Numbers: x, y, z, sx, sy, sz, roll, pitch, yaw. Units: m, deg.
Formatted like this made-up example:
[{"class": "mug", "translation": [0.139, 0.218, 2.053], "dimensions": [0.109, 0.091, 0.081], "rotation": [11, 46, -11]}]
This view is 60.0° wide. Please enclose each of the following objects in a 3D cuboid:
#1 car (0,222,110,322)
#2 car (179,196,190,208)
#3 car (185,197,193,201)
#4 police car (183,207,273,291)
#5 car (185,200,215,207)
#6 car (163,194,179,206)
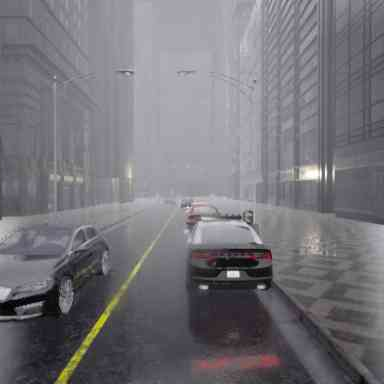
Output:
[{"class": "car", "translation": [-3.194, 1.490, 7.510], "dimensions": [2.128, 1.511, 4.902], "rotation": [0, 0, -1]}, {"class": "car", "translation": [-0.551, 1.593, 46.662], "dimensions": [1.895, 1.301, 4.718], "rotation": [0, 0, 0]}, {"class": "car", "translation": [0.594, 1.450, 25.253], "dimensions": [1.801, 1.575, 5.366], "rotation": [0, 0, -1]}, {"class": "police car", "translation": [0.788, 1.423, 9.174], "dimensions": [1.930, 1.638, 5.238], "rotation": [0, 0, -1]}, {"class": "car", "translation": [0.669, 1.474, 19.063], "dimensions": [1.882, 1.535, 5.008], "rotation": [0, 0, -1]}, {"class": "car", "translation": [-3.665, 1.538, 55.054], "dimensions": [2.033, 1.411, 5.357], "rotation": [0, 0, -1]}]
